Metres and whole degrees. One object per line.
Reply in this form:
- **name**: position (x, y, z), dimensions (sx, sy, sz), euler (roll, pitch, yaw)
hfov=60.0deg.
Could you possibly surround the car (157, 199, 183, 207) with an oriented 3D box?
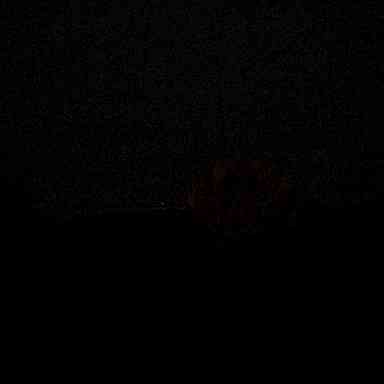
- **car**: position (-4.416, 2.088, 61.633), dimensions (1.837, 1.490, 4.892), euler (-1, -2, 36)

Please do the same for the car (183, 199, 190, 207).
- **car**: position (0.138, 2.056, 61.812), dimensions (1.837, 1.490, 4.892), euler (-1, -1, 36)
